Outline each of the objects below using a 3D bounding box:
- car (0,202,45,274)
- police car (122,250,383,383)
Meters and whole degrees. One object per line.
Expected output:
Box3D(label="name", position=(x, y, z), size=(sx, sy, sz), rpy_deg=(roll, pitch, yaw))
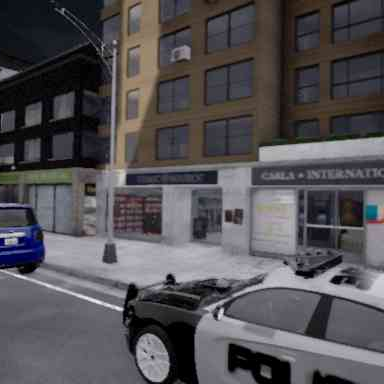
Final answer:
Box3D(label="car", position=(-6.559, 1.311, 9.856), size=(5.566, 2.045, 2.150), rpy_deg=(0, -1, 38))
Box3D(label="police car", position=(1.277, 1.524, 3.774), size=(5.238, 1.638, 1.930), rpy_deg=(0, -1, 38))
